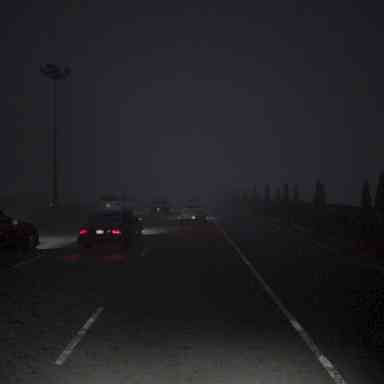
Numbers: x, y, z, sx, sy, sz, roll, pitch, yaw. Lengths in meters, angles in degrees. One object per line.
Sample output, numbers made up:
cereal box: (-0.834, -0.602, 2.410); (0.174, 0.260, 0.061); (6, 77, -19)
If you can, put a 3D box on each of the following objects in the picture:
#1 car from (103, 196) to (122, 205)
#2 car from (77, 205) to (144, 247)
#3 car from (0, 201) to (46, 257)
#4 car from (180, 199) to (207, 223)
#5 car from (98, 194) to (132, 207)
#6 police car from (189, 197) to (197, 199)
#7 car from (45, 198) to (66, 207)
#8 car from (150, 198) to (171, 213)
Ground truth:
car: (-13.986, 1.482, 58.553); (2.128, 1.511, 4.902); (0, 0, 0)
car: (-3.397, 1.521, 14.763); (2.033, 1.411, 5.357); (0, 0, 0)
car: (-6.896, 1.331, 10.809); (2.097, 1.767, 4.553); (0, 0, 0)
car: (0.104, 1.491, 24.748); (1.812, 1.442, 4.674); (0, 0, 0)
car: (-6.893, 1.187, 30.085); (2.150, 2.045, 5.566); (0, 0, 0)
police car: (0.110, 1.471, 42.010); (2.038, 1.542, 4.974); (0, 0, 0)
car: (-17.544, 1.475, 41.941); (1.837, 1.490, 4.892); (0, -1, 0)
car: (-3.391, 1.470, 36.149); (1.837, 1.490, 4.892); (0, 0, 0)
